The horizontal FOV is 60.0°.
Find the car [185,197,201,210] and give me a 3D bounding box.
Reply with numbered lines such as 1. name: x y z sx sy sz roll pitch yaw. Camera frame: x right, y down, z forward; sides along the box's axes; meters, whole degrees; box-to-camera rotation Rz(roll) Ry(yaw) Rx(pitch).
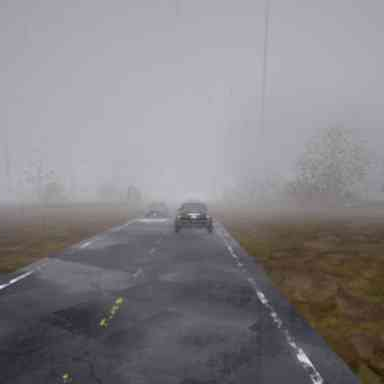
1. car: 0.097 1.469 42.723 1.882 1.535 5.008 0 0 0

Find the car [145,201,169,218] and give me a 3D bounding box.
1. car: -3.101 1.540 30.399 2.033 1.411 5.357 0 0 0

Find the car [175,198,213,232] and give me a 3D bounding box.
1. car: 0.098 1.348 20.055 2.097 1.767 4.553 0 0 0
